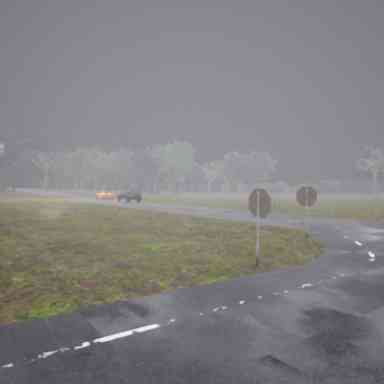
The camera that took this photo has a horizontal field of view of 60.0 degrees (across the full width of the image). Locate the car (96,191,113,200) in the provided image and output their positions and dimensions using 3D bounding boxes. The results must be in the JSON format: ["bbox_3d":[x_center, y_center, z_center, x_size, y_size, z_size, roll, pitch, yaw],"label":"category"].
[{"bbox_3d":[-15.808,0.500,60.659,2.097,1.767,4.553,2,0,-35],"label":"car"}]

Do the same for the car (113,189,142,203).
[{"bbox_3d":[-9.824,0.569,52.203,2.150,2.045,5.566,2,0,-35],"label":"car"}]
